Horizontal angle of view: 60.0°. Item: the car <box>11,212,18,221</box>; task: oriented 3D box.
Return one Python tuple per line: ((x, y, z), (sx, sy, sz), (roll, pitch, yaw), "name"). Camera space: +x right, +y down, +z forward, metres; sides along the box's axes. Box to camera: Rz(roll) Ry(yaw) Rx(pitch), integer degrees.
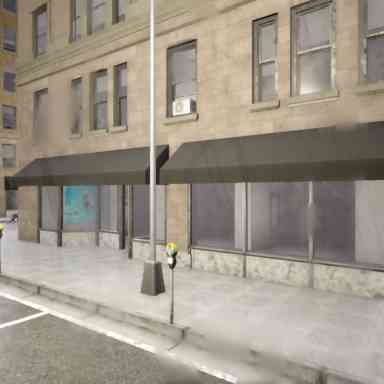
((-11.120, 1.636, 26.094), (2.033, 1.411, 5.357), (0, 0, 36), "car")
